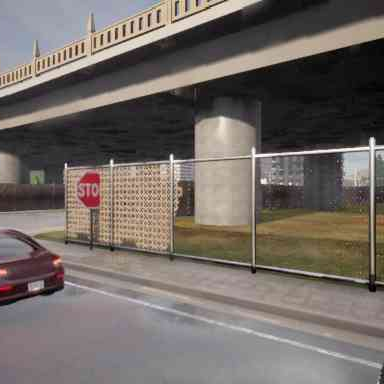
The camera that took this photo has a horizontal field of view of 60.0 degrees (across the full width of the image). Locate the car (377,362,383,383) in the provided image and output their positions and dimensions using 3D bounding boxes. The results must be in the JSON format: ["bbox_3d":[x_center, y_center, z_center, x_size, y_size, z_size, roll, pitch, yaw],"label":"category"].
[{"bbox_3d":[3.549,1.504,1.464,4.892,1.490,1.837,0,0,35],"label":"car"}]

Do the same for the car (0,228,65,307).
[{"bbox_3d":[-4.681,1.526,7.325,4.674,1.442,1.812,0,0,35],"label":"car"}]
